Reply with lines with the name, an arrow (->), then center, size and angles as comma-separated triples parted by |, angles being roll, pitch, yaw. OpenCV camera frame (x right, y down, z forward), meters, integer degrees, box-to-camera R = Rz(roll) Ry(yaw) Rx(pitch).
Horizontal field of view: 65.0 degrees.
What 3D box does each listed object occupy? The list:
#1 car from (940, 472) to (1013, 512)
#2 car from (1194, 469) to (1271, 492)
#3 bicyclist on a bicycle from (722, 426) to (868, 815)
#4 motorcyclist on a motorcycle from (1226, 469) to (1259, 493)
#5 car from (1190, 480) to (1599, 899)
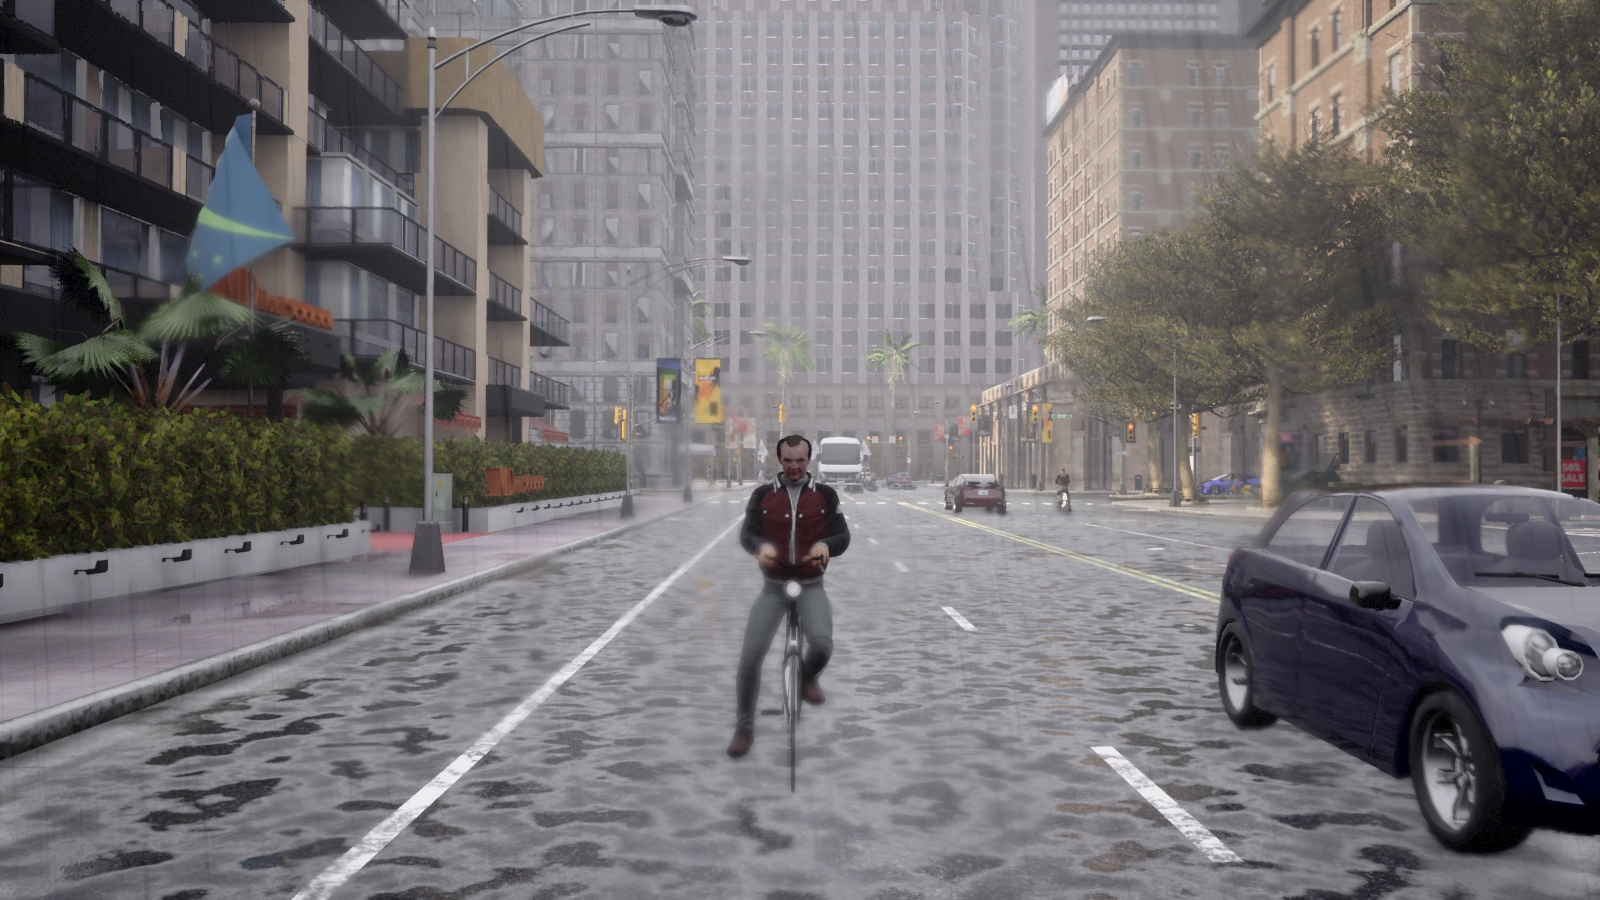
car -> 6.819, 1.608, 48.996 | 2.163, 1.488, 4.792 | 0, -1, 0
car -> 29.324, 2.072, 85.222 | 4.514, 1.525, 2.007 | 0, -1, 1
bicyclist on a bicycle -> -0.027, 0.797, 6.671 | 0.659, 1.776, 1.843 | 0, -1, 0
motorcyclist on a motorcycle -> 28.779, 2.021, 81.705 | 1.817, 1.590, 0.866 | 0, -1, 1
car -> 3.475, 0.921, 6.353 | 1.845, 1.501, 3.633 | 0, -1, 0
